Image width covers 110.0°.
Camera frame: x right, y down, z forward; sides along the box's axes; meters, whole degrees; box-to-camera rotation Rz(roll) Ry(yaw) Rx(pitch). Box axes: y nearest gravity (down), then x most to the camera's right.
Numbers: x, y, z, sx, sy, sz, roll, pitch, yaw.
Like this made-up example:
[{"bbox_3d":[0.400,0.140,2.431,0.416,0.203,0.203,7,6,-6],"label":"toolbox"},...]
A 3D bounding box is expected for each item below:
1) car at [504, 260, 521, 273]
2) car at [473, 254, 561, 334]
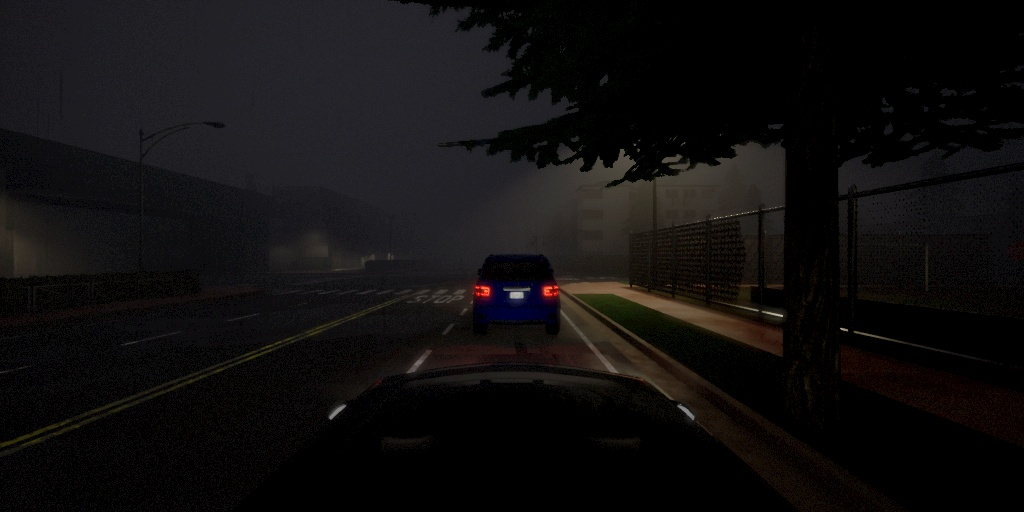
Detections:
[{"bbox_3d":[0.032,1.242,45.583,2.128,1.511,4.902,0,0,0],"label":"car"},{"bbox_3d":[0.117,0.972,10.707,2.150,2.045,5.566,0,0,0],"label":"car"}]
